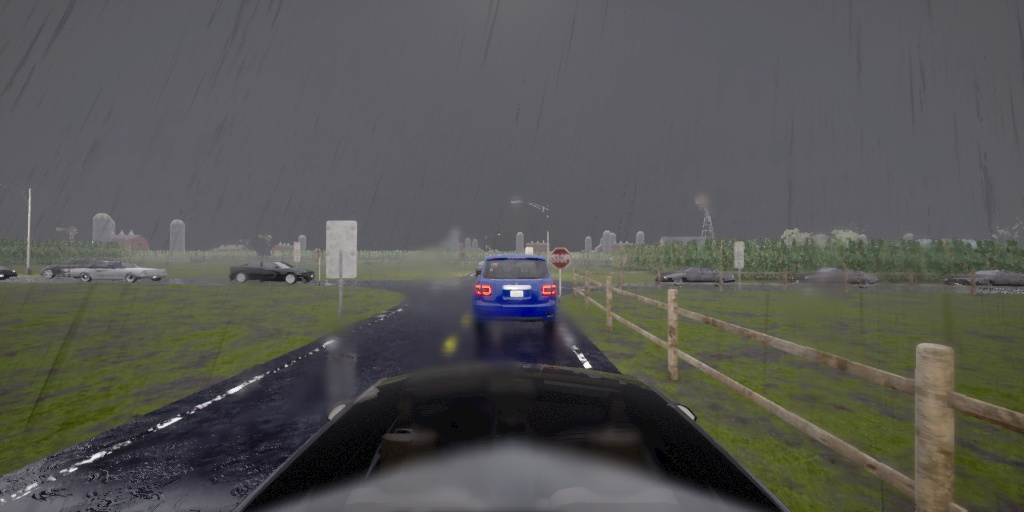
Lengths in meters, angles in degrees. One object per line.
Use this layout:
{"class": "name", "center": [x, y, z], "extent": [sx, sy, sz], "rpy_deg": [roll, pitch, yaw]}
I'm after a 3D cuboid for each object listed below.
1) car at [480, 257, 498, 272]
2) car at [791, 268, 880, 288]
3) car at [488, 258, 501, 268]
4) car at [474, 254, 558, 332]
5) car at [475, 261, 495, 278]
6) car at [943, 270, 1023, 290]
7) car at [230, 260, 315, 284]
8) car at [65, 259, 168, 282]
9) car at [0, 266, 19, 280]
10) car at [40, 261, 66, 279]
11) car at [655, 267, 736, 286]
{"class": "car", "center": [-2.913, 1.086, 46.887], "extent": [2.097, 1.767, 4.553], "rpy_deg": [0, 0, 0]}
{"class": "car", "center": [23.987, 1.612, 26.656], "extent": [5.357, 1.411, 2.033], "rpy_deg": [1, -1, 0]}
{"class": "car", "center": [-2.907, 1.196, 59.958], "extent": [1.882, 1.535, 5.008], "rpy_deg": [0, 0, 0]}
{"class": "car", "center": [0.060, 0.973, 11.048], "extent": [2.150, 2.045, 5.566], "rpy_deg": [0, 0, -1]}
{"class": "car", "center": [-2.641, 1.247, 35.500], "extent": [1.837, 1.490, 4.892], "rpy_deg": [0, 0, -4]}
{"class": "car", "center": [35.684, 1.754, 26.627], "extent": [5.357, 1.411, 2.033], "rpy_deg": [1, -1, 0]}
{"class": "car", "center": [-15.788, 1.047, 23.803], "extent": [5.008, 1.535, 1.882], "rpy_deg": [1, -1, -1]}
{"class": "car", "center": [-25.919, 1.063, 23.796], "extent": [4.718, 1.301, 1.895], "rpy_deg": [1, -1, 0]}
{"class": "car", "center": [-36.517, 0.902, 23.818], "extent": [5.357, 1.411, 2.033], "rpy_deg": [1, -1, 0]}
{"class": "car", "center": [-31.966, 0.946, 26.753], "extent": [4.892, 1.490, 1.837], "rpy_deg": [1, -1, 0]}
{"class": "car", "center": [13.577, 1.489, 26.655], "extent": [5.357, 1.411, 2.033], "rpy_deg": [1, -1, -1]}
